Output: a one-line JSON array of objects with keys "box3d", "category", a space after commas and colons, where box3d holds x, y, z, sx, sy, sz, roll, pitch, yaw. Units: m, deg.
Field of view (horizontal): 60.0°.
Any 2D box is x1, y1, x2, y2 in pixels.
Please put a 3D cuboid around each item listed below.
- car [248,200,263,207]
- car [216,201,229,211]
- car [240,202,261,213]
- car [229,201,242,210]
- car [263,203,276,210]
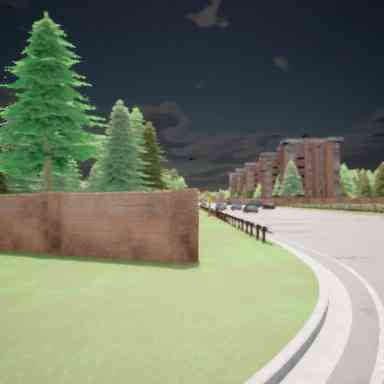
[{"box3d": [13.122, 2.898, 72.350, 2.150, 2.045, 5.566, -1, -1, -1], "category": "car"}, {"box3d": [6.156, 3.256, 70.825, 1.994, 1.385, 4.181, -1, -1, -1], "category": "car"}, {"box3d": [9.979, 2.882, 56.829, 1.994, 1.385, 4.181, -1, -1, -1], "category": "car"}, {"box3d": [9.640, 3.242, 71.630, 1.994, 1.385, 4.181, -1, -1, -1], "category": "car"}, {"box3d": [16.633, 3.107, 71.991, 1.882, 1.535, 5.008, -1, -1, -1], "category": "car"}]
